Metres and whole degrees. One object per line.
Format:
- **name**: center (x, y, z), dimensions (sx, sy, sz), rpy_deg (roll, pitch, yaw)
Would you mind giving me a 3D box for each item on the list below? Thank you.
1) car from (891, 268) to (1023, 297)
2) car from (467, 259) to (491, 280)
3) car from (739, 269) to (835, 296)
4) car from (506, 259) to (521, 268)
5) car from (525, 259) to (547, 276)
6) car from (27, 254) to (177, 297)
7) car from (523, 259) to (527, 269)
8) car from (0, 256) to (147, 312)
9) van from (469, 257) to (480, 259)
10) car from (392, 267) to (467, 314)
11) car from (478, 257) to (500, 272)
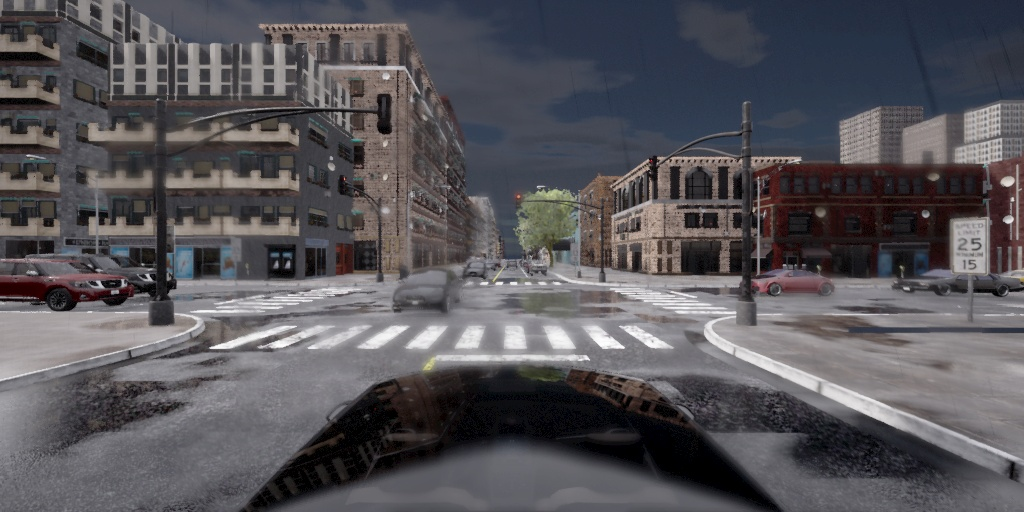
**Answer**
- **car**: center (24.020, 1.412, 19.392), dimensions (5.357, 1.411, 2.033), rpy_deg (0, 0, 0)
- **car**: center (-3.131, 1.275, 31.530), dimensions (1.837, 1.490, 4.892), rpy_deg (0, 0, 1)
- **car**: center (14.719, 1.387, 19.325), dimensions (4.181, 1.385, 1.994), rpy_deg (0, 0, 0)
- **car**: center (0.002, 1.319, 63.384), dimensions (2.128, 1.511, 4.902), rpy_deg (0, 0, 0)
- **car**: center (2.691, 1.330, 37.028), dimensions (2.007, 1.370, 4.403), rpy_deg (0, 0, 0)
- **car**: center (-18.310, 0.917, 15.889), dimensions (5.566, 2.045, 2.150), rpy_deg (0, 0, 0)
- **car**: center (2.692, 1.228, 42.725), dimensions (1.967, 1.591, 4.097), rpy_deg (0, 0, 0)
- **car**: center (-17.276, 1.013, 13.309), dimensions (5.009, 1.841, 2.192), rpy_deg (0, 0, 0)
- **van**: center (-5.689, 1.149, 54.120), dimensions (1.690, 1.789, 3.998), rpy_deg (0, 0, 0)
- **car**: center (-3.101, 1.257, 13.902), dimensions (1.837, 1.490, 4.892), rpy_deg (0, 0, 0)
- **car**: center (-3.095, 1.291, 48.389), dimensions (2.128, 1.511, 4.902), rpy_deg (0, 0, 0)
